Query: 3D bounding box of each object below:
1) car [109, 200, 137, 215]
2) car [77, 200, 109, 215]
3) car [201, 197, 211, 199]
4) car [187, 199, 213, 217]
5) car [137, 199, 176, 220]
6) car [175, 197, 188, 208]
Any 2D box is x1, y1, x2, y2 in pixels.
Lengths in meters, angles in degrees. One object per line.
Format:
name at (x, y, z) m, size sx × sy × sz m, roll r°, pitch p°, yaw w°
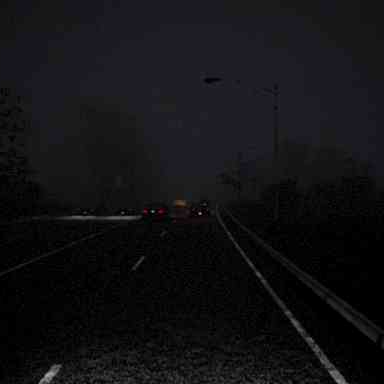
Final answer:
car at (-6.197, 1.541, 33.133) m, size 2.033 × 1.411 × 5.357 m, roll 0°, pitch 0°, yaw 3°
car at (-9.691, 1.540, 33.322) m, size 2.033 × 1.411 × 5.357 m, roll 0°, pitch 0°, yaw 3°
car at (1.983, 1.455, 47.885) m, size 1.837 × 1.490 × 4.892 m, roll 0°, pitch 0°, yaw 5°
car at (0.828, 1.567, 31.129) m, size 1.895 × 1.301 × 4.718 m, roll 0°, pitch 0°, yaw 3°
car at (-2.842, 1.517, 27.616) m, size 2.033 × 1.411 × 5.357 m, roll 0°, pitch 0°, yaw 3°
car at (-1.615, 1.427, 46.916) m, size 1.882 × 1.535 × 5.008 m, roll 0°, pitch 0°, yaw 5°
